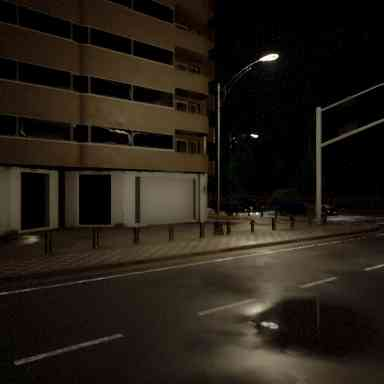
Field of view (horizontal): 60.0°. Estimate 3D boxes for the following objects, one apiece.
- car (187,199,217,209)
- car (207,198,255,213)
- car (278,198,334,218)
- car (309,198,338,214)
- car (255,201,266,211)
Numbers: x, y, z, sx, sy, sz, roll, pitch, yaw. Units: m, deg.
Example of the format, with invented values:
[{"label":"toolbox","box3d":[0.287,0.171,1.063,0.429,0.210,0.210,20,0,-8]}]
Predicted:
[{"label":"car","box3d":[1.411,1.656,48.666,1.895,1.301,4.718,0,0,-36]},{"label":"car","box3d":[4.360,1.603,38.591,2.033,1.411,5.357,0,0,-36]},{"label":"car","box3d":[10.125,1.581,30.641,1.812,1.442,4.674,0,0,-37]},{"label":"car","box3d":[12.310,1.407,33.561,2.097,1.767,4.553,0,0,-36]},{"label":"car","box3d":[6.889,1.560,41.069,1.837,1.490,4.892,0,0,-36]}]
